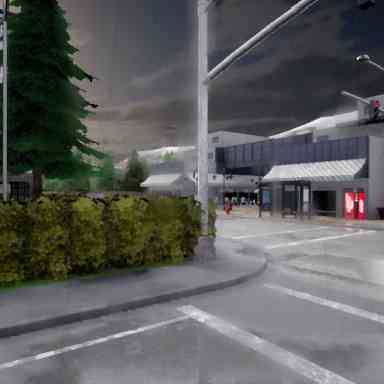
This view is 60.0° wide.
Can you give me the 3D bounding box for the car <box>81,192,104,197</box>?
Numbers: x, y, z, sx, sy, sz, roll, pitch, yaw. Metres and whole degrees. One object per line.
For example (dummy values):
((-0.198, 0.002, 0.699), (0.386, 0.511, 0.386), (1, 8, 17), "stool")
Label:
((-10.372, 1.049, 35.244), (2.150, 2.045, 5.566), (0, 0, -35), "car")
